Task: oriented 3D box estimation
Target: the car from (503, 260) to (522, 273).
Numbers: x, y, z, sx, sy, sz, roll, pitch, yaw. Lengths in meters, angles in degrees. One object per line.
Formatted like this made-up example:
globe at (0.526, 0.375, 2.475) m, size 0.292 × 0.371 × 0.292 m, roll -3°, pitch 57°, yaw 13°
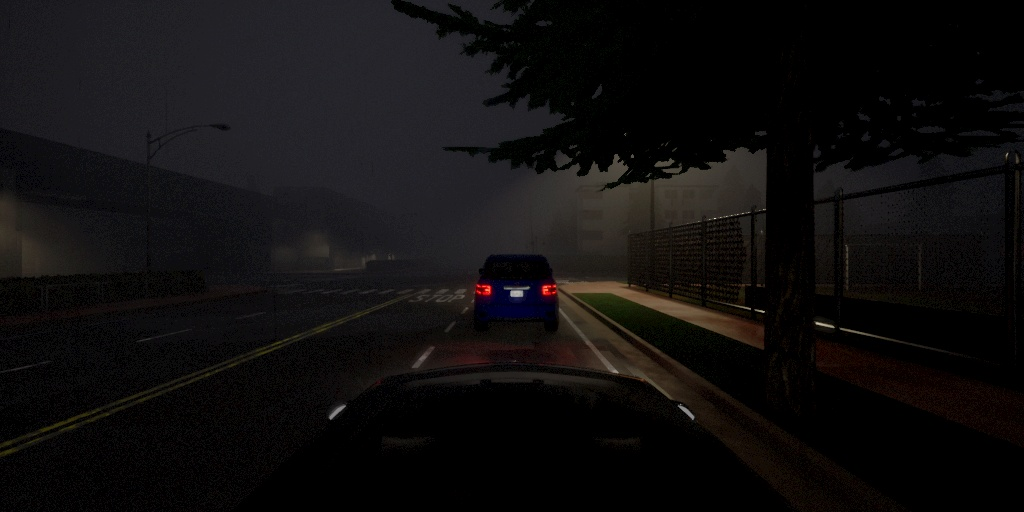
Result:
car at (0.060, 1.242, 43.590) m, size 2.128 × 1.511 × 4.902 m, roll 0°, pitch 0°, yaw 0°

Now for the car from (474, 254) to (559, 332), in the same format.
car at (0.119, 0.971, 11.021) m, size 2.150 × 2.045 × 5.566 m, roll 0°, pitch 0°, yaw 0°
